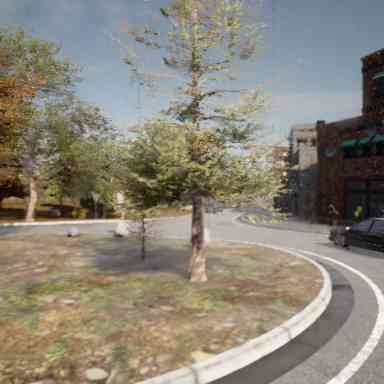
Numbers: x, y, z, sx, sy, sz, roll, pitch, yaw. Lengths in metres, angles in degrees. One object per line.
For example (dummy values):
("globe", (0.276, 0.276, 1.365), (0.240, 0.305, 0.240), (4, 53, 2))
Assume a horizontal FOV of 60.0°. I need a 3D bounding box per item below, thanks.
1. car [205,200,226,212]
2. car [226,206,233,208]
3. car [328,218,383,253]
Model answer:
("car", (3.771, 2.314, 55.735), (2.150, 2.045, 5.566), (0, -1, 14))
("car", (7.537, 2.702, 70.796), (1.837, 1.490, 4.892), (0, 0, 14))
("car", (7.680, 1.731, 13.244), (2.033, 1.411, 5.357), (-1, -1, -10))
